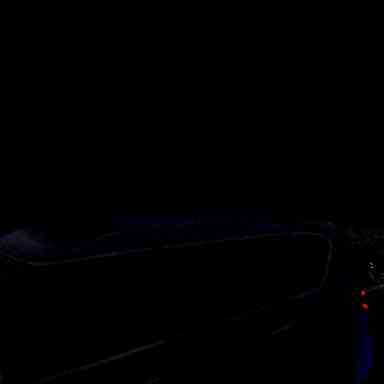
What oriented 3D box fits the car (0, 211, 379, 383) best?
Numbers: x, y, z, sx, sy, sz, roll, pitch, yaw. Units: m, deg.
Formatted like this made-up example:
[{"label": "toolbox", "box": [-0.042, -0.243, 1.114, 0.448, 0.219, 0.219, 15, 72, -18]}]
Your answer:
[{"label": "car", "box": [-0.785, 1.238, 2.667, 5.566, 2.045, 2.150, 0, 0, -35]}]
